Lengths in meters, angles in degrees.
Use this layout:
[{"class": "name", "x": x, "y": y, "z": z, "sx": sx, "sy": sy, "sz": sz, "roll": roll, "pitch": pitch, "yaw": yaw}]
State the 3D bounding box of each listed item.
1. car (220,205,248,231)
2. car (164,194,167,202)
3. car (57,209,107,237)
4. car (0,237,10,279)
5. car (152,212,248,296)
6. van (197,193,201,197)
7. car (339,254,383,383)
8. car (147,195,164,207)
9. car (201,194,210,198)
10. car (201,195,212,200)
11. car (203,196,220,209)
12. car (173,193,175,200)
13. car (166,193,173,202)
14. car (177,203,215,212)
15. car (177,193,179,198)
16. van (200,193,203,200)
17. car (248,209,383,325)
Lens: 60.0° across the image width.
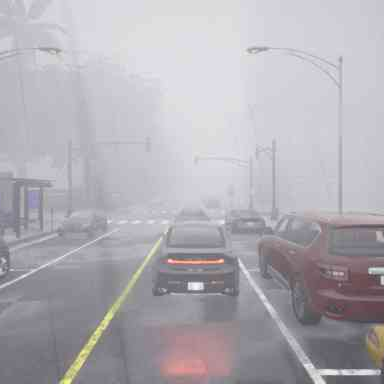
[{"class": "car", "x": 2.783, "y": 1.561, "z": 17.874, "sx": 1.947, "sy": 1.339, "sz": 4.313, "roll": 0, "pitch": 0, "yaw": 0}, {"class": "car", "x": -5.696, "y": 1.409, "z": 55.182, "sx": 1.967, "sy": 1.590, "sz": 4.097, "roll": 0, "pitch": 0, "yaw": 0}, {"class": "car", "x": -5.742, "y": 1.576, "z": 17.903, "sx": 1.802, "sy": 1.307, "sz": 4.206, "roll": 0, "pitch": 0, "yaw": 0}, {"class": "car", "x": -5.757, "y": 1.438, "z": 7.050, "sx": 1.967, "sy": 1.590, "sz": 4.097, "roll": 0, "pitch": 0, "yaw": 0}, {"class": "car", "x": 0.087, "y": 1.503, "z": 8.605, "sx": 1.837, "sy": 1.490, "sz": 4.892, "roll": 0, "pitch": 0, "yaw": 0}, {"class": "van", "x": 2.863, "y": 1.275, "z": 82.253, "sx": 1.690, "sy": 1.788, "sz": 3.998, "roll": 0, "pitch": 0, "yaw": 0}, {"class": "car", "x": 2.763, "y": 1.525, "z": 1.768, "sx": 1.752, "sy": 1.417, "sz": 4.829, "roll": 0, "pitch": 0, "yaw": 0}, {"class": "car", "x": -5.702, "y": 1.524, "z": 49.762, "sx": 2.008, "sy": 1.369, "sz": 4.403, "roll": 0, "pitch": 0, "yaw": 0}, {"class": "car", "x": 2.830, "y": 1.494, "z": 55.322, "sx": 1.752, "sy": 1.417, "sz": 4.829, "roll": 0, "pitch": 0, "yaw": 0}, {"class": "car", "x": 2.823, "y": 1.539, "z": 49.731, "sx": 1.947, "sy": 1.339, "sz": 4.313, "roll": 0, "pitch": 0, "yaw": 0}, {"class": "car", "x": 2.816, "y": 1.544, "z": 44.311, "sx": 1.947, "sy": 1.339, "sz": 4.313, "roll": 0, "pitch": 0, "yaw": 0}, {"class": "car", "x": -5.669, "y": 1.257, "z": 76.863, "sx": 2.192, "sy": 1.841, "sz": 5.009, "roll": 0, "pitch": 0, "yaw": 0}, {"class": "car", "x": -5.675, "y": 1.390, "z": 71.443, "sx": 1.967, "sy": 1.590, "sz": 4.097, "roll": 0, "pitch": 0, "yaw": 0}, {"class": "car", "x": 0.026, "y": 1.558, "z": 18.634, "sx": 1.994, "sy": 1.385, "sz": 4.181, "roll": 0, "pitch": 0, "yaw": 0}, {"class": "car", "x": -5.649, "y": 1.231, "z": 93.124, "sx": 2.192, "sy": 1.841, "sz": 5.009, "roll": 0, "pitch": 0, "yaw": 0}, {"class": "van", "x": 2.836, "y": 1.304, "z": 60.572, "sx": 1.690, "sy": 1.788, "sz": 3.998, "roll": 0, "pitch": 0, "yaw": 0}, {"class": "car", "x": 2.768, "y": 1.314, "z": 7.023, "sx": 2.192, "sy": 1.841, "sz": 5.009, "roll": 0, "pitch": 0, "yaw": 0}]
